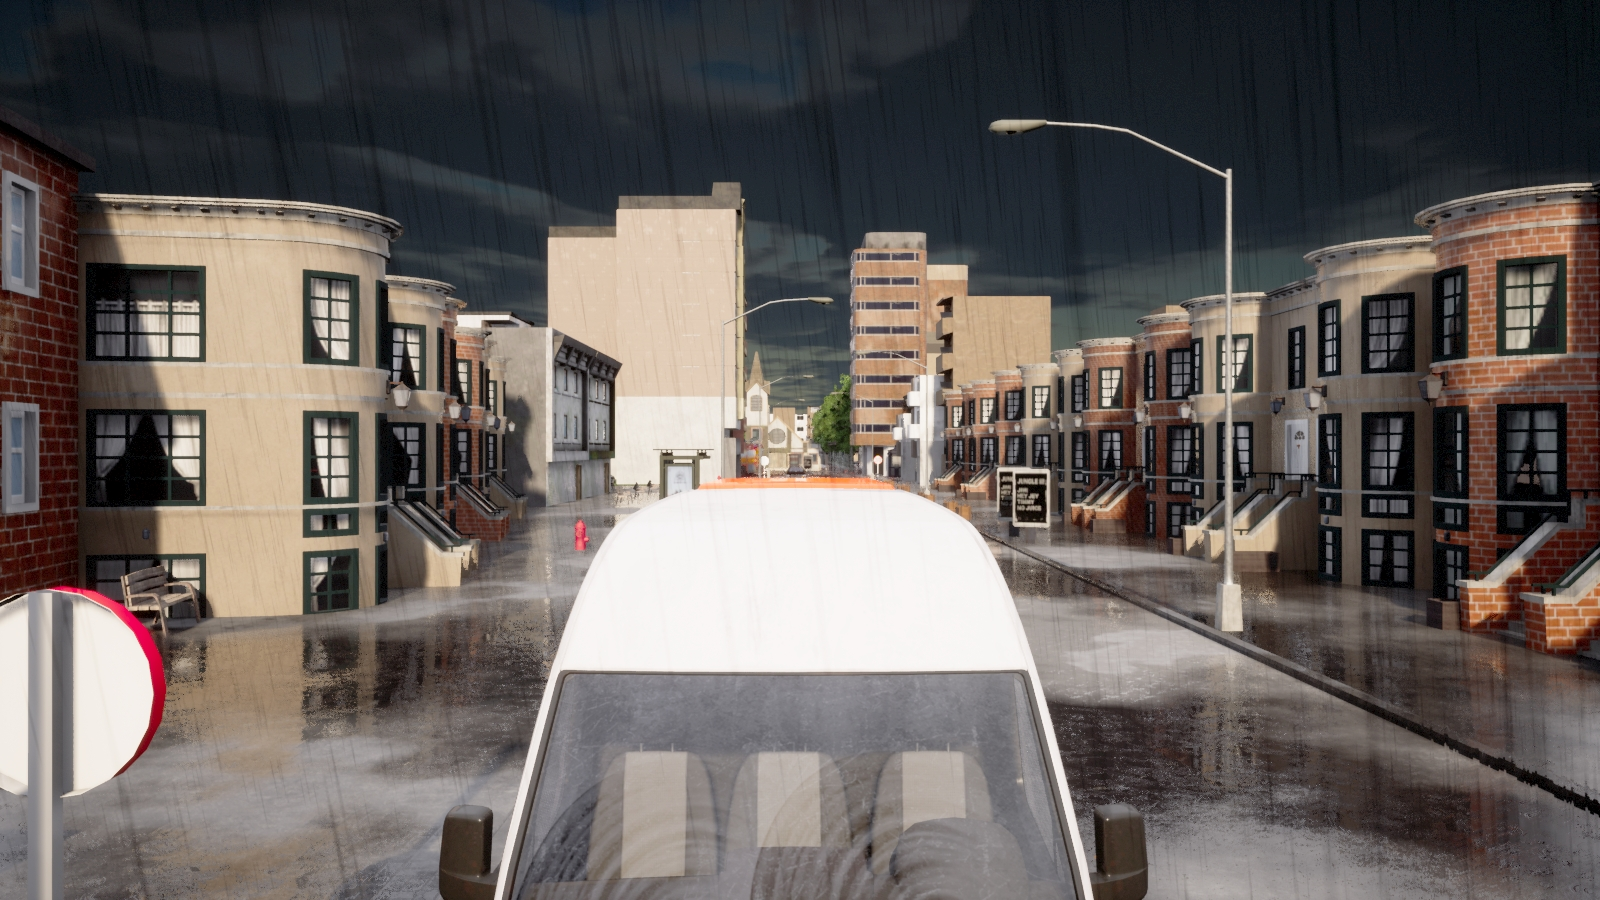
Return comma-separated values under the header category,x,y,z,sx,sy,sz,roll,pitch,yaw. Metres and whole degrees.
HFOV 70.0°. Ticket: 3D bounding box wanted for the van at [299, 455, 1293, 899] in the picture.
category,x,y,z,sx,sy,sz,roll,pitch,yaw
van,-0.019,1.314,5.243,1.988,2.561,5.915,0,0,0
